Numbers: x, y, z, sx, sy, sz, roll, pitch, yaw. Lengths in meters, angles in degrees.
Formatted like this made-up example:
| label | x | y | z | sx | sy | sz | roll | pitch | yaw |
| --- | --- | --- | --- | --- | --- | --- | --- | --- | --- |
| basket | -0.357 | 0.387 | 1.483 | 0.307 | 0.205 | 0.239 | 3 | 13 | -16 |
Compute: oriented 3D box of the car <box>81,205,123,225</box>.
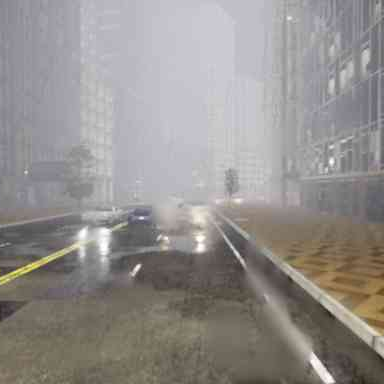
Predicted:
| label | x | y | z | sx | sy | sz | roll | pitch | yaw |
| --- | --- | --- | --- | --- | --- | --- | --- | --- | --- |
| car | -6.541 | 1.633 | 24.542 | 1.895 | 1.301 | 4.718 | 0 | 0 | 1 |

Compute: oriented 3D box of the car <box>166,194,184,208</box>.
| label | x | y | z | sx | sy | sz | roll | pitch | yaw |
| --- | --- | --- | --- | --- | --- | --- | --- | --- | --- |
| car | -2.464 | 1.258 | 49.479 | 2.150 | 2.045 | 5.566 | 0 | 0 | 5 |

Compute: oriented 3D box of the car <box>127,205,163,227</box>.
| label | x | y | z | sx | sy | sz | roll | pitch | yaw |
| --- | --- | --- | --- | --- | --- | --- | --- | --- | --- |
| car | -3.139 | 1.580 | 22.750 | 1.994 | 1.385 | 4.181 | 0 | 0 | 0 |
